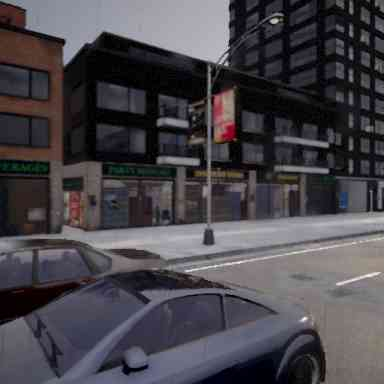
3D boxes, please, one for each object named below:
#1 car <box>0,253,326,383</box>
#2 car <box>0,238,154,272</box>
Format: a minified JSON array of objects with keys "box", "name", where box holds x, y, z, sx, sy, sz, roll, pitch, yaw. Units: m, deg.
[{"box":[-0.574,1.564,3.277,4.181,1.385,1.994,0,0,-35],"name":"car"},{"box":[-2.916,1.548,5.597,5.357,1.411,2.033,0,0,-36],"name":"car"}]
